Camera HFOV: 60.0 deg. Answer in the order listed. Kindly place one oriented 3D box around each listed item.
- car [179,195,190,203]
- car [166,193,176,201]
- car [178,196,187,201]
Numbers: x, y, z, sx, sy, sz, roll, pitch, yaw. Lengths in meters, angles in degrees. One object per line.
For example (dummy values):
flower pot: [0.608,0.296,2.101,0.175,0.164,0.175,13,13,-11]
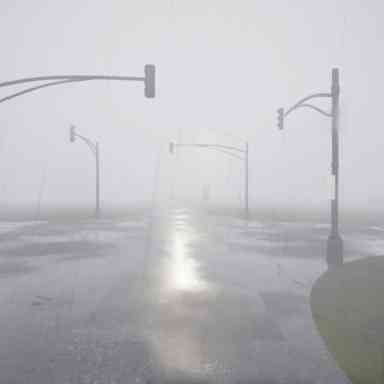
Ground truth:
car: [-1.645,1.384,69.865,2.097,1.767,4.553,0,0,-3]
car: [-4.633,1.013,73.958,2.097,1.767,4.553,0,0,-3]
car: [-2.251,1.559,79.939,1.895,1.301,4.718,0,0,-4]
